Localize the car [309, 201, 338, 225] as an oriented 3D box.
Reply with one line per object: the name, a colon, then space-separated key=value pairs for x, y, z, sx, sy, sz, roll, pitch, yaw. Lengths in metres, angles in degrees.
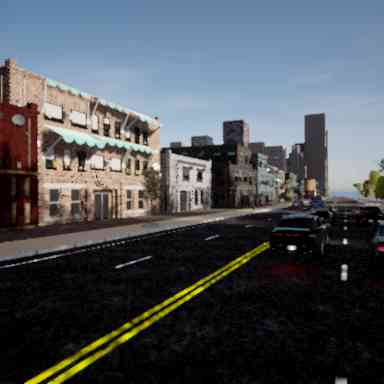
car: x=10.747 y=1.786 z=27.154 sx=2.128 sy=1.511 sz=4.902 roll=0 pitch=-1 yaw=25

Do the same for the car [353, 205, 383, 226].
car: x=13.698 y=1.782 z=25.792 sx=1.837 sy=1.490 sz=4.892 roll=0 pitch=0 yaw=25

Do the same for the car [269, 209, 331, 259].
car: x=4.436 y=1.655 z=13.536 sx=1.837 sy=1.490 sz=4.892 roll=0 pitch=0 yaw=25

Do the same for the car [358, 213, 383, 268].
car: x=6.962 y=1.668 z=11.282 sx=2.033 sy=1.411 sz=5.357 roll=0 pitch=-1 yaw=25

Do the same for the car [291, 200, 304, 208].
car: x=19.956 y=2.176 z=62.581 sx=2.128 sy=1.511 sz=4.902 roll=0 pitch=-1 yaw=25

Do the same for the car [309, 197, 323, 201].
car: x=22.891 y=1.880 z=61.176 sx=2.150 sy=2.045 sz=5.566 roll=0 pitch=-1 yaw=25
